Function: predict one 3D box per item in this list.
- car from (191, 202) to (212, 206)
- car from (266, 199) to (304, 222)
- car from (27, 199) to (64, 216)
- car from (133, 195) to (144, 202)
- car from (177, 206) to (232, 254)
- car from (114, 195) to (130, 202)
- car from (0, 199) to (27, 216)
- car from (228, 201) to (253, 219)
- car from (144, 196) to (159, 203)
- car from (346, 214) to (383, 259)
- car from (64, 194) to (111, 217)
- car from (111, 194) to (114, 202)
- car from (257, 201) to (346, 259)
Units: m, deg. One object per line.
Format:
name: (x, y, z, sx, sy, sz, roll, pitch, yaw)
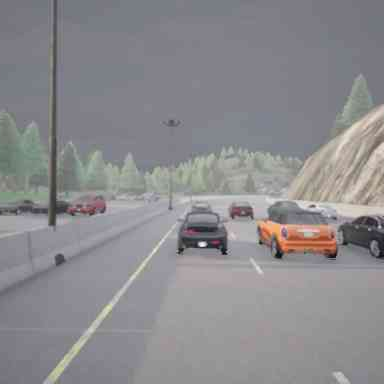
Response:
car: (0.850, 1.615, 29.956, 1.812, 1.442, 4.674, 1, 0, 1)
car: (7.822, 1.506, 28.475, 2.097, 1.767, 4.553, 1, 0, 2)
car: (-13.287, 1.432, 31.727, 1.882, 1.535, 5.008, 1, 0, 2)
car: (-11.683, 1.469, 73.967, 1.812, 1.442, 4.674, 1, 0, 4)
car: (0.429, 1.546, 13.775, 1.837, 1.490, 4.892, 1, 0, 2)
car: (-15.168, 1.433, 74.298, 1.812, 1.442, 4.674, 1, 0, 4)
car: (-16.777, 1.427, 32.127, 1.837, 1.490, 4.892, 1, 0, 2)
car: (4.374, 1.603, 30.392, 1.882, 1.535, 5.008, 1, 0, 2)
car: (-8.320, 1.580, 72.277, 2.128, 1.511, 4.902, 1, 0, 4)
car: (7.413, 1.614, 13.135, 1.837, 1.490, 4.892, 1, 0, 2)
car: (-9.784, 1.210, 31.781, 2.150, 2.045, 5.566, 1, 0, 2)
car: (-18.648, 1.227, 74.659, 2.097, 1.767, 4.553, 1, 0, 4)
car: (3.912, 1.427, 13.103, 2.097, 1.767, 4.553, 1, 0, 2)
